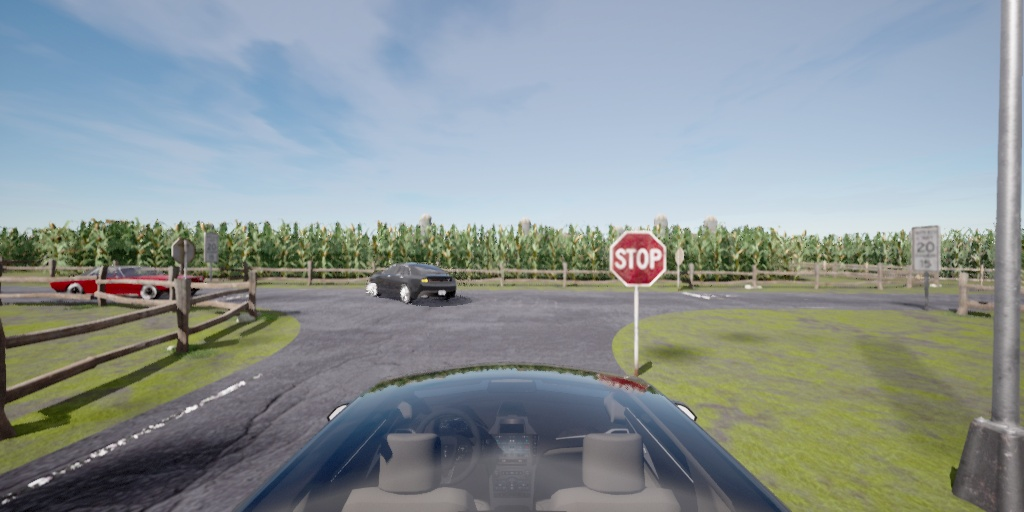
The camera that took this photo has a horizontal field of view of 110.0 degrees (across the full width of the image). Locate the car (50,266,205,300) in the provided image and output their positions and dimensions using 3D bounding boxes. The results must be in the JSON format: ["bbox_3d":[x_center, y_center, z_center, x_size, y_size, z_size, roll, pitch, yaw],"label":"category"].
[{"bbox_3d":[-15.513,1.072,14.728,4.718,1.301,1.895,0,0,0],"label":"car"}]

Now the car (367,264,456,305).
[{"bbox_3d":[-4.270,1.065,14.866,4.892,1.490,1.837,1,-2,45],"label":"car"}]
